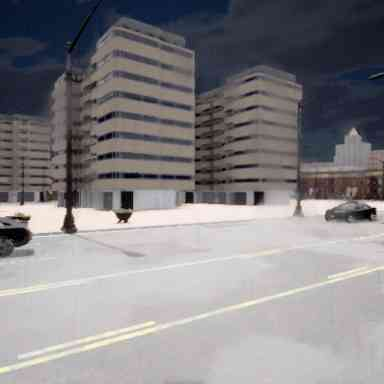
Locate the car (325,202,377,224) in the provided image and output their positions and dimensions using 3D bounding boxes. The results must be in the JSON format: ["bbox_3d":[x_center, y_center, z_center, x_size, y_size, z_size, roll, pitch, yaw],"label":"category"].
[{"bbox_3d":[12.210,1.507,25.510,5.008,1.535,1.882,0,0,-35],"label":"car"}]

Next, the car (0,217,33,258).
[{"bbox_3d":[-8.050,1.491,11.148,4.902,1.511,2.128,0,0,-35],"label":"car"}]
